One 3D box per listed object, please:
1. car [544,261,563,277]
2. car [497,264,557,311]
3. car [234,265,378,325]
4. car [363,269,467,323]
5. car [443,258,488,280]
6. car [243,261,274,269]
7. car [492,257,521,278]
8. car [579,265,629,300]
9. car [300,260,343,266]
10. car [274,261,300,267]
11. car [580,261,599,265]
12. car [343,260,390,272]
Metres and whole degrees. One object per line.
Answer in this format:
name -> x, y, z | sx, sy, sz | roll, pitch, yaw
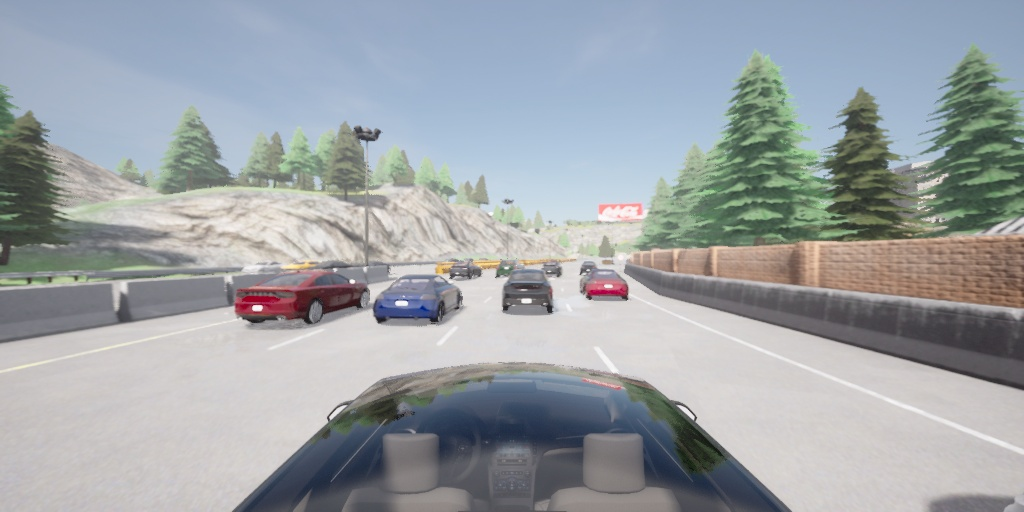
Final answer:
car -> 4.018, 1.253, 35.857 | 2.128, 1.511, 4.902 | 0, 0, 13
car -> 0.668, 1.257, 14.403 | 1.837, 1.490, 4.892 | 0, 0, 4
car -> -6.517, 1.211, 11.854 | 1.882, 1.535, 5.008 | 0, 0, 3
car -> -2.991, 1.307, 12.128 | 1.994, 1.385, 4.181 | 0, 0, 4
car -> -4.014, 1.233, 31.678 | 2.128, 1.511, 4.902 | 0, 0, 11
car -> -24.706, 1.214, 36.251 | 1.812, 1.442, 4.674 | 0, 0, 12
car -> -0.051, 1.103, 33.574 | 2.097, 1.767, 4.553 | 0, 0, 12
car -> 4.540, 1.326, 18.110 | 1.994, 1.385, 4.181 | 0, 0, 6
car -> -17.798, 1.183, 35.120 | 1.882, 1.535, 5.008 | 0, 0, 12
car -> -21.076, 1.175, 36.543 | 1.882, 1.535, 5.008 | 0, 0, 12
car -> 8.447, 1.299, 39.190 | 1.812, 1.442, 4.674 | 0, 0, 14
car -> -14.099, 1.193, 35.758 | 1.882, 1.535, 5.008 | 0, 0, 12
